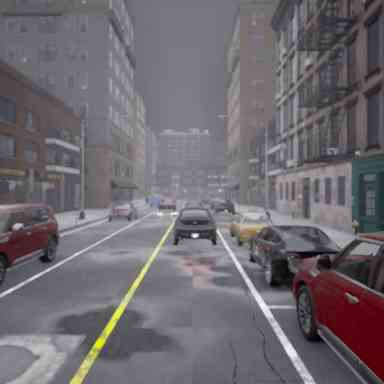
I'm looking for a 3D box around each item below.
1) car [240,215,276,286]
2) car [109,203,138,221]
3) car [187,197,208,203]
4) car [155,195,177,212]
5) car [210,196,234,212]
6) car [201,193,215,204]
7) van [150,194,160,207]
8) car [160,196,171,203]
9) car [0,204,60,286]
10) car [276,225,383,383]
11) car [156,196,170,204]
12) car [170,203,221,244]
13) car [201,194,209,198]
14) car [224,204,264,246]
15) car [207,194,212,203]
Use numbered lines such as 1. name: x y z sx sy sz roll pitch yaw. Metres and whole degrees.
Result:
1. car: 2.663 1.546 9.108 1.947 1.339 4.313 0 0 0
2. car: -5.313 1.523 26.118 1.802 1.307 4.206 0 0 0
3. car: 0.184 1.494 31.453 1.994 1.385 4.181 0 0 0
4. car: -2.736 1.393 38.079 1.882 1.535 5.008 0 0 0
5. car: 3.114 1.432 32.790 1.837 1.490 4.892 0 0 0
6. car: 2.809 1.185 60.065 2.192 1.841 5.009 0 0 0
7. van: -5.249 1.234 48.764 1.690 1.788 3.998 0 0 0
8. car: -5.200 1.423 65.750 1.947 1.339 4.313 0 0 0
9. car: -5.362 1.294 9.131 2.192 1.841 5.009 0 0 0
10. car: 2.647 1.307 3.446 2.192 1.841 5.009 0 0 0
11. car: -5.216 1.420 60.088 2.008 1.369 4.403 0 0 0
12. car: 0.138 1.470 15.679 1.837 1.490 4.892 0 0 0
13. car: 2.792 1.448 54.403 1.947 1.339 4.313 0 0 0
14. car: 2.680 1.492 14.940 1.752 1.417 4.829 0 0 0
15. car: 3.128 1.390 39.790 1.882 1.535 5.008 0 0 0
